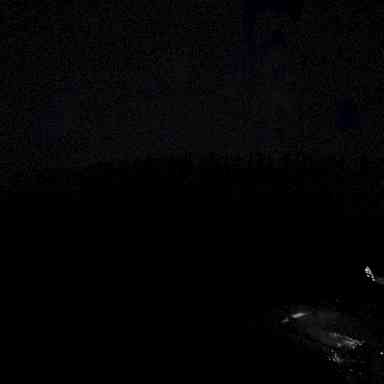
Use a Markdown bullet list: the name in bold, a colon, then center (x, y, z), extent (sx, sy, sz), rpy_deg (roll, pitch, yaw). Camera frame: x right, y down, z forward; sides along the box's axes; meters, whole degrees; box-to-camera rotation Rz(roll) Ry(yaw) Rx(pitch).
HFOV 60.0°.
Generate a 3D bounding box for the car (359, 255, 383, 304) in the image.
- **car**: center (5.387, 1.487, 6.906), extent (4.674, 1.442, 1.812), rpy_deg (0, 0, -35)
